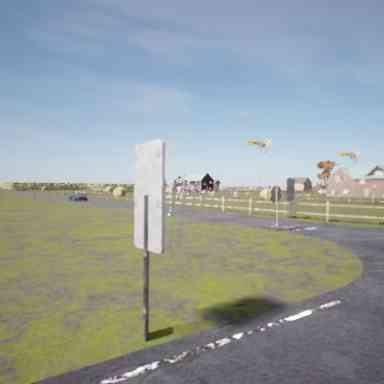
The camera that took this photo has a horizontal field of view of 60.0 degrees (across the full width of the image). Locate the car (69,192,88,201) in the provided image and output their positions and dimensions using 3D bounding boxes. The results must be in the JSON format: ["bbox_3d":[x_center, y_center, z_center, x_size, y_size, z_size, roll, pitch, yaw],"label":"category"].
[{"bbox_3d":[-17.384,0.699,50.853,1.994,1.385,4.181,1,1,-36],"label":"car"}]
